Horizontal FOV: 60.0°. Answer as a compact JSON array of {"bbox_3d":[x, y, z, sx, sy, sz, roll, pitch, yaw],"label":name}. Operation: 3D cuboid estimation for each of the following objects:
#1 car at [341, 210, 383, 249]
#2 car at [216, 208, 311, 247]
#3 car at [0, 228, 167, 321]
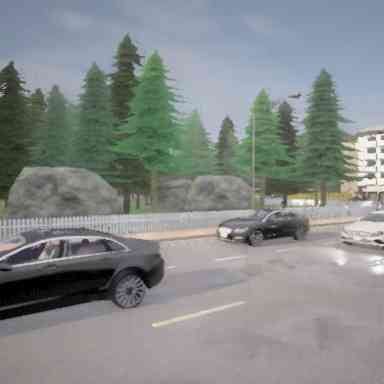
[{"bbox_3d":[8.303,1.531,14.165,4.674,1.442,1.812,0,0,-34],"label":"car"},{"bbox_3d":[3.285,1.482,14.908,4.902,1.511,2.128,0,0,-35],"label":"car"},{"bbox_3d":[-2.827,1.477,6.273,4.902,1.511,2.128,0,0,-35],"label":"car"}]
